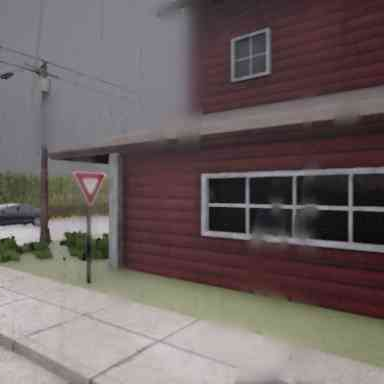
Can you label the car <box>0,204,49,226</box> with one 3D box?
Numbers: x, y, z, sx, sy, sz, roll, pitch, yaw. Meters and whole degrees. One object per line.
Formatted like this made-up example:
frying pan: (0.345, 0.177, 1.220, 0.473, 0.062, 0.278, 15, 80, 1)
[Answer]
car: (-11.691, 1.527, 21.283, 1.837, 1.490, 4.892, 0, 0, 36)
